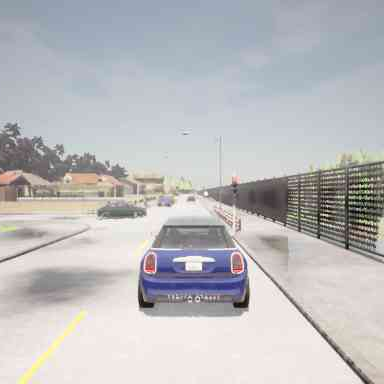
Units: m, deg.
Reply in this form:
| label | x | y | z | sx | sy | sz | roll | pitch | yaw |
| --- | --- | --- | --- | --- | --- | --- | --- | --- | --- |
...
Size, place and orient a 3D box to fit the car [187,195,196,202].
| label | x | y | z | sx | sy | sz | roll | pitch | yaw |
| --- | --- | --- | --- | --- | --- | --- | --- | --- | --- |
| car | -0.143 | 1.524 | 76.278 | 1.812 | 1.442 | 4.674 | 0 | 0 | 0 |

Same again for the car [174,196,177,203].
| label | x | y | z | sx | sy | sz | roll | pitch | yaw |
| --- | --- | --- | --- | --- | --- | --- | --- | --- | --- |
| car | -4.183 | 1.547 | 60.701 | 2.033 | 1.411 | 5.357 | 0 | 0 | 0 |

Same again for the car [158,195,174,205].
| label | x | y | z | sx | sy | sz | roll | pitch | yaw |
| --- | --- | --- | --- | --- | --- | --- | --- | --- | --- |
| car | -4.182 | 1.526 | 50.933 | 1.812 | 1.442 | 4.674 | 0 | 0 | 0 |

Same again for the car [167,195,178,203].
| label | x | y | z | sx | sy | sz | roll | pitch | yaw |
| --- | --- | --- | --- | --- | --- | --- | --- | --- | --- |
| car | -4.133 | 1.478 | 70.964 | 1.882 | 1.535 | 5.008 | 0 | 0 | 0 |

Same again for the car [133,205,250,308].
| label | x | y | z | sx | sy | sz | roll | pitch | yaw |
| --- | --- | --- | --- | --- | --- | --- | --- | --- | --- |
| car | 0.038 | 1.352 | 8.078 | 2.097 | 1.767 | 4.553 | 0 | 0 | 0 |

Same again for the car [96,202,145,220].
| label | x | y | z | sx | sy | sz | roll | pitch | yaw |
| --- | --- | --- | --- | --- | --- | --- | --- | --- | --- |
| car | -6.031 | 1.564 | 28.361 | 4.181 | 1.385 | 1.994 | 0 | 0 | -19 |
